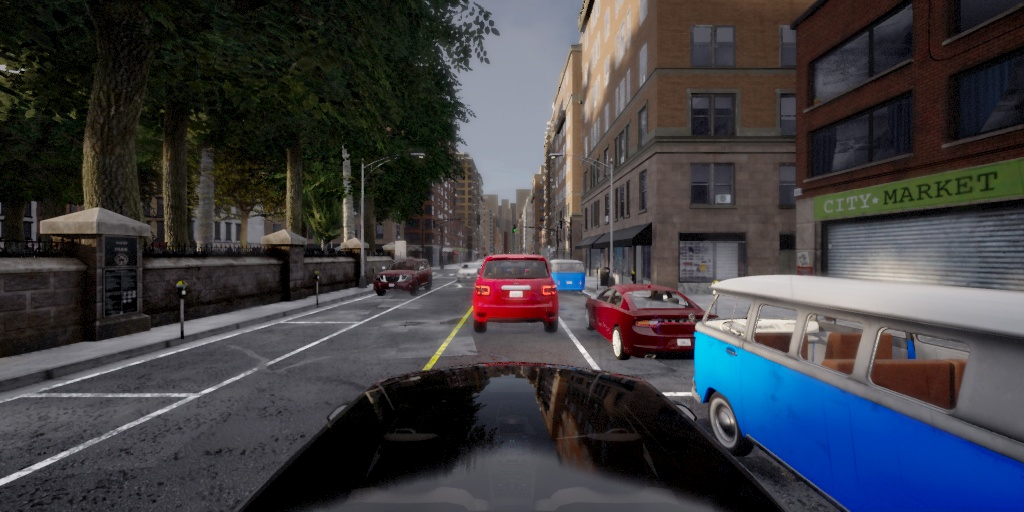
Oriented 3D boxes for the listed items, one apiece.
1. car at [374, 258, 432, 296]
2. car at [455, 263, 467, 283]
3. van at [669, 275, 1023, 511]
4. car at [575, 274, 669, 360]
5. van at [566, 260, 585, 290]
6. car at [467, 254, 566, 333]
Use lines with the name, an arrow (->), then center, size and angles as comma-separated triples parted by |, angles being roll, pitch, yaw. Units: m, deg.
car -> -5.685, 1.059, 19.446 | 2.192, 1.841, 5.009 | 0, 0, 0
car -> -3.047, 1.264, 27.579 | 1.812, 1.442, 4.674 | 0, 0, 0
van -> 2.856, 1.091, 2.512 | 1.690, 1.789, 3.998 | 0, 0, 0
car -> 2.850, 1.294, 8.173 | 1.888, 1.381, 4.507 | 0, 0, 0
van -> 2.839, 1.085, 19.494 | 1.690, 1.789, 3.998 | 0, 0, 0
car -> 0.088, 0.970, 10.929 | 2.150, 2.045, 5.566 | 0, 0, 0
